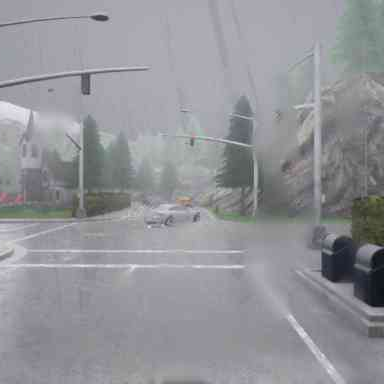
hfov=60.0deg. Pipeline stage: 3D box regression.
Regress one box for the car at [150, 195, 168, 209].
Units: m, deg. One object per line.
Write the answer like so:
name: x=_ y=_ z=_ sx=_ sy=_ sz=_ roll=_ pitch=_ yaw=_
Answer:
car: x=-4.682 y=1.352 z=46.804 sx=2.097 sy=1.767 sz=4.553 roll=0 pitch=0 yaw=-11

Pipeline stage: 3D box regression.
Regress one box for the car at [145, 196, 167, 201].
car: x=-3.748 y=1.505 z=36.685 sx=1.837 sy=1.490 sz=4.892 roll=0 pitch=0 yaw=-2

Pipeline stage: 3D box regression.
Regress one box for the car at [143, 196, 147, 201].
car: x=-7.169 y=1.505 z=56.647 sx=1.837 sy=1.490 sz=4.892 roll=0 pitch=0 yaw=-20

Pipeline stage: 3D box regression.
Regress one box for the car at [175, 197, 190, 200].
car: x=-1.396 y=1.477 z=49.690 sx=1.882 sy=1.535 sz=5.008 roll=0 pitch=0 yaw=-11

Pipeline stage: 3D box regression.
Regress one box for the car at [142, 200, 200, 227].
car: x=-1.343 y=1.526 z=22.947 sx=1.812 sy=1.442 sz=4.674 roll=1 pitch=1 yaw=38
